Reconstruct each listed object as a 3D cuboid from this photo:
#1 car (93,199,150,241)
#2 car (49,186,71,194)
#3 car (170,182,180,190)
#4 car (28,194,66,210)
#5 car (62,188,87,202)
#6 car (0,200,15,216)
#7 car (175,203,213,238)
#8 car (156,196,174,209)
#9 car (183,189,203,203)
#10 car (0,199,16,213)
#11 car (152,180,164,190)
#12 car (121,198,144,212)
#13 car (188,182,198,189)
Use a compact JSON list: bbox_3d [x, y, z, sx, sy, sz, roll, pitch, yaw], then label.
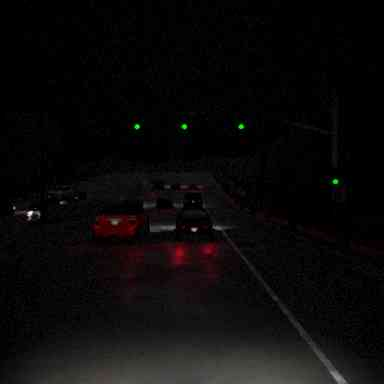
[{"bbox_3d":[-3.399,1.360,16.776,2.097,1.767,4.553,0,0,0],"label":"car"},{"bbox_3d":[-20.950,0.135,53.269,2.150,2.045,5.566,0,5,1],"label":"car"},{"bbox_3d":[-3.352,-1.253,67.085,1.882,1.535,5.008,0,7,0],"label":"car"},{"bbox_3d":[-17.546,1.361,40.021,2.033,1.411,5.357,0,2,0],"label":"car"},{"bbox_3d":[-17.493,0.660,50.596,1.837,1.490,4.892,0,5,1],"label":"car"},{"bbox_3d":[-17.573,1.510,29.421,1.837,1.490,4.892,0,0,0],"label":"car"},{"bbox_3d":[0.101,1.535,17.604,1.812,1.442,4.674,0,0,0],"label":"car"},{"bbox_3d":[-3.381,1.196,42.185,1.882,1.535,5.008,0,3,0],"label":"car"},{"bbox_3d":[0.110,1.051,39.740,2.150,2.045,5.566,0,2,0],"label":"car"},{"bbox_3d":[-21.079,1.504,35.307,2.033,1.411,5.357,0,1,0],"label":"car"},{"bbox_3d":[-6.852,-1.510,67.102,2.150,2.045,5.566,0,7,0],"label":"car"},{"bbox_3d":[-6.892,1.455,39.101,1.895,1.301,4.718,0,2,0],"label":"car"},{"bbox_3d":[0.150,-1.305,67.479,1.882,1.535,5.008,0,7,0],"label":"car"}]
